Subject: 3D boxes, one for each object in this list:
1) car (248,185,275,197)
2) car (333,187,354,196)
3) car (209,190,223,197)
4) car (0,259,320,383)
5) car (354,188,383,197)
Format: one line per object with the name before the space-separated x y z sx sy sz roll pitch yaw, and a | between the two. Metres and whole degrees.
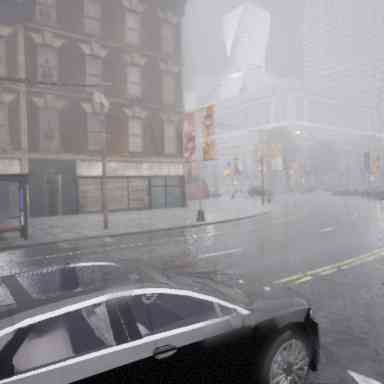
car | 12.117 -0.144 58.439 2.150 2.045 5.566 -2 1 -24
car | 24.735 -0.073 53.520 2.002 1.452 4.674 -2 1 -16
car | 3.908 0.317 65.507 1.895 1.301 4.718 -2 1 -36
car | -0.745 1.455 3.219 4.902 1.511 2.128 -2 1 -36
car | 26.083 0.069 47.951 1.895 1.301 4.718 -2 1 -6
